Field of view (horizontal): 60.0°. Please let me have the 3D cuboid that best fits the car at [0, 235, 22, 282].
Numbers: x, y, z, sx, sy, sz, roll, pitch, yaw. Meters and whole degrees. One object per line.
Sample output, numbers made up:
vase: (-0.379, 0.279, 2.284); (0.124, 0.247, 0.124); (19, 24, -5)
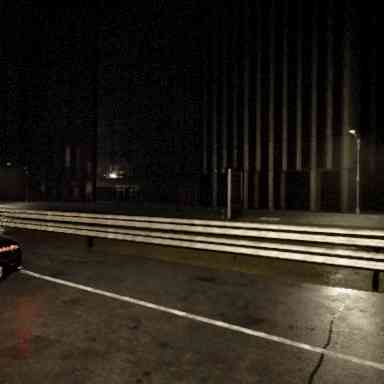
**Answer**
car: (-6.456, 1.500, 8.222); (4.902, 1.511, 2.128); (0, -1, 24)
